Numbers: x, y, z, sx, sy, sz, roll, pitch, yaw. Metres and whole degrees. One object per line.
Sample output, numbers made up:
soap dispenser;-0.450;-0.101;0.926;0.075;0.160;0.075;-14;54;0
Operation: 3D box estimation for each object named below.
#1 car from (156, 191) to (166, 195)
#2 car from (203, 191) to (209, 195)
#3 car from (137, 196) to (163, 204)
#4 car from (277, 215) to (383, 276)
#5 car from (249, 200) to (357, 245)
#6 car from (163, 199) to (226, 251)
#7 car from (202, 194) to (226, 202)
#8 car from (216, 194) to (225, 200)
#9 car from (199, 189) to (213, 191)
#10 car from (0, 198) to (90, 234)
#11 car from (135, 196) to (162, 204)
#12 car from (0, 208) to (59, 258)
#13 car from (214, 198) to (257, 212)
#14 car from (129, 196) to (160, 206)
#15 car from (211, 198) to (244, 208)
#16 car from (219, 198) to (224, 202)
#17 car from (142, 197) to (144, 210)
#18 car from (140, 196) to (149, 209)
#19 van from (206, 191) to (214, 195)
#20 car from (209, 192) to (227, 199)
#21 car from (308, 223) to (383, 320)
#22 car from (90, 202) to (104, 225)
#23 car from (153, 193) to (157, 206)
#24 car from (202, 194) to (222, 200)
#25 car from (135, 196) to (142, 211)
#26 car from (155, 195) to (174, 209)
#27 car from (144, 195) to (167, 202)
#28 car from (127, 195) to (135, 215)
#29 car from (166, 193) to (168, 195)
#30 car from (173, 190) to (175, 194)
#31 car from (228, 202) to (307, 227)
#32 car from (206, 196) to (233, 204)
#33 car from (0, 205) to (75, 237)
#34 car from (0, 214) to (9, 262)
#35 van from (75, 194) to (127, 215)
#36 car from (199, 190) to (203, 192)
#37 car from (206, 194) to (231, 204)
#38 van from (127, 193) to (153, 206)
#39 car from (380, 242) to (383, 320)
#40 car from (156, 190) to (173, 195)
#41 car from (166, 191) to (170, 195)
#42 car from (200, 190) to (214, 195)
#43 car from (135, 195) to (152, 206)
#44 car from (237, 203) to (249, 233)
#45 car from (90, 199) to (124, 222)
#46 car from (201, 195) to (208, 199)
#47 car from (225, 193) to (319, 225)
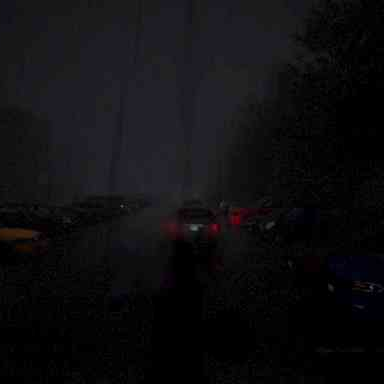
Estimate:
car;-7.985;1.233;58.995;5.566;2.045;2.435;0;0;0
car;5.037;1.236;56.245;5.566;2.045;2.435;0;0;0
car;-8.040;1.502;64.565;4.792;1.488;2.163;0;0;0
car;5.014;1.522;8.901;4.792;1.488;2.163;0;0;0
car;5.077;1.372;14.469;4.553;1.767;2.185;0;0;0
car;0.090;1.370;14.333;2.097;1.767;4.553;0;0;0
car;4.889;1.355;75.883;5.366;1.575;1.946;0;1;0
car;5.024;1.379;33.965;4.553;1.767;2.185;0;0;0
car;5.269;0.829;95.265;5.366;1.575;1.946;0;2;0
car;-8.064;1.375;17.246;4.553;1.767;2.185;0;0;0
car;-8.015;1.521;61.779;4.674;1.452;2.002;0;0;0
car;-7.850;1.492;11.678;5.366;1.575;1.946;0;0;0
car;5.086;1.532;39.537;4.792;1.488;2.163;0;0;0
car;-8.020;1.487;56.212;5.008;1.535;2.097;0;0;0
car;5.064;1.536;47.890;4.674;1.452;2.002;0;0;0
car;5.047;1.505;28.395;5.008;1.535;2.097;0;0;0
car;-8.021;1.545;36.729;4.674;1.452;2.002;0;0;0
car;-8.028;1.503;39.513;5.008;1.535;2.097;0;0;0
van;4.948;1.264;53.459;4.442;1.987;1.878;0;0;0
car;5.028;1.253;36.749;5.566;2.045;2.435;0;0;0
car;5.048;1.488;6.114;5.008;1.535;2.097;0;0;0
car;-8.029;1.542;20.029;4.674;1.452;2.002;0;0;0
car;-8.048;1.368;50.771;4.553;1.767;2.185;0;0;0
car;5.072;1.188;84.116;4.892;1.521;2.231;0;2;0
car;-8.210;1.502;33.946;5.366;1.575;1.946;0;0;0
car;-3.565;1.544;45.397;1.812;1.442;4.674;0;0;0
car;-8.004;1.441;72.930;4.674;1.452;2.002;0;1;0
car;-8.057;1.380;31.162;4.553;1.767;2.185;0;0;0
car;-8.015;1.457;67.352;5.008;1.535;2.097;0;0;0
car;-8.003;0.835;95.214;4.892;1.521;2.231;0;2;0
car;5.055;1.503;22.826;5.008;1.535;2.097;0;0;0
car;5.063;1.480;61.938;5.008;1.535;2.097;0;0;0
car;-8.028;1.499;14.461;4.892;1.521;2.231;0;0;0
car;-8.043;1.493;8.895;4.892;1.521;2.231;0;0;0
van;-8.145;1.280;28.442;4.442;1.987;1.878;0;0;0
car;5.076;1.024;89.822;5.008;1.535;2.097;0;2;0
car;5.101;1.347;64.723;4.553;1.767;2.185;0;0;0
van;-7.903;1.273;45.079;4.442;1.987;1.878;0;0;0
car;5.226;1.482;3.455;5.366;1.575;1.946;0;0;0
car;-8.032;0.988;86.854;4.553;1.767;2.185;0;2;0
car;-7.974;1.236;75.715;4.553;1.767;2.185;0;1;0
car;5.100;1.180;70.302;5.566;2.045;2.435;0;1;0
car;-8.016;1.501;42.296;5.008;1.535;2.097;0;0;0
car;5.054;1.502;17.255;4.892;1.521;2.231;0;0;0
car;-8.058;1.534;25.595;4.792;1.488;2.163;0;0;0
car;0.097;1.378;29.432;2.097;1.767;4.553;0;0;0
car;5.021;1.251;20.039;5.566;2.045;2.435;0;0;0
